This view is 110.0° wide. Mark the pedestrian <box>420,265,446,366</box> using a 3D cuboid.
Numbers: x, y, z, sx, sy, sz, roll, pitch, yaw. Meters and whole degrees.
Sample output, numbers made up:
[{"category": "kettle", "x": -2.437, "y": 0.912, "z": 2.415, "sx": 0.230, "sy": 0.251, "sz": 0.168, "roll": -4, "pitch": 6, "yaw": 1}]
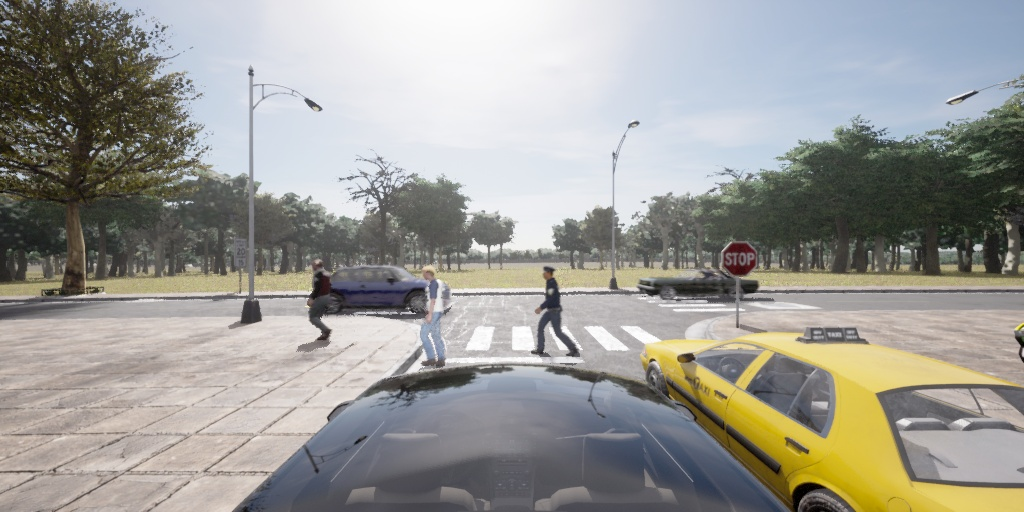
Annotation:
[{"category": "pedestrian", "x": -1.437, "y": 1.044, "z": 6.489, "sx": 0.375, "sy": 1.860, "sz": 0.375, "roll": 0, "pitch": 0, "yaw": 0}]

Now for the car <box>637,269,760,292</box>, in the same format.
[{"category": "car", "x": 8.173, "y": 1.248, "z": 16.111, "sx": 4.718, "sy": 1.301, "sz": 1.895, "roll": 0, "pitch": 0, "yaw": 0}]

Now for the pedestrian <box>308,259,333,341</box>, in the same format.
[{"category": "pedestrian", "x": -4.094, "y": 0.891, "z": 7.693, "sx": 0.375, "sy": 1.860, "sz": 0.375, "roll": 0, "pitch": 0, "yaw": 0}]

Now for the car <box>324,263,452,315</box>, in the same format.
[{"category": "car", "x": -4.561, "y": 1.128, "z": 13.235, "sx": 4.553, "sy": 1.767, "sz": 2.097, "roll": -1, "pitch": 0, "yaw": 0}]

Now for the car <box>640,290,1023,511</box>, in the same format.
[{"category": "car", "x": 2.637, "y": 1.275, "z": 3.225, "sx": 1.751, "sy": 1.417, "sz": 4.829, "roll": 0, "pitch": 0, "yaw": 0}]

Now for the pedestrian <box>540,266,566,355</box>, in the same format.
[{"category": "pedestrian", "x": 0.803, "y": 1.043, "z": 7.086, "sx": 0.375, "sy": 1.860, "sz": 0.375, "roll": 0, "pitch": 0, "yaw": 0}]
